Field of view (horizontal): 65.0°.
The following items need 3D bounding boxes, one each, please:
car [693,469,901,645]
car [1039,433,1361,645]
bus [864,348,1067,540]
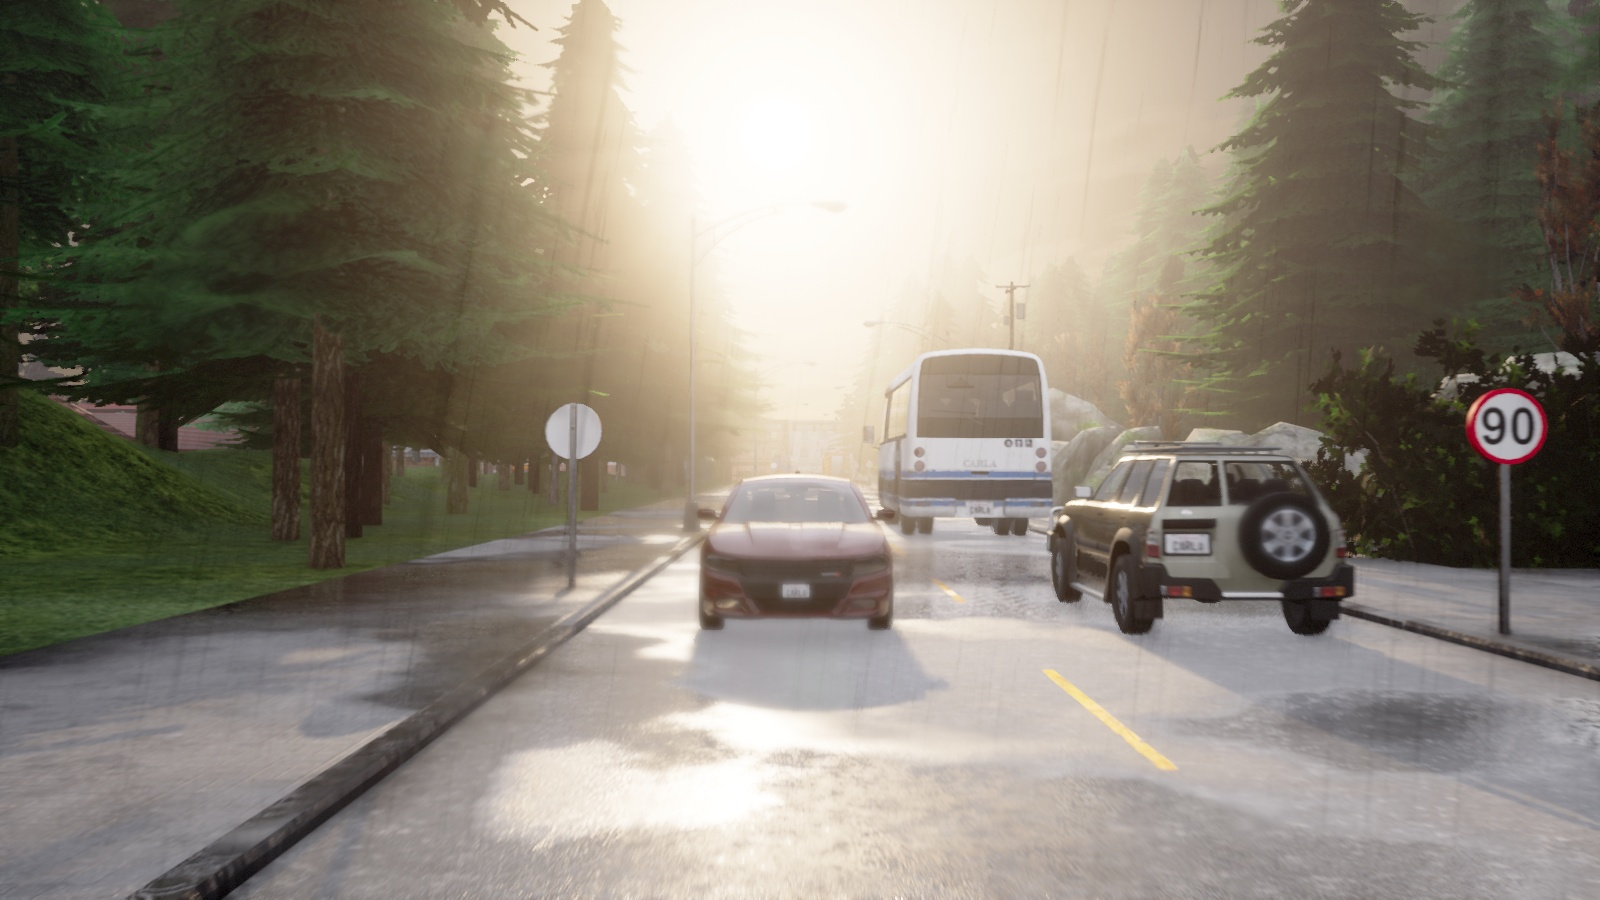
[{"bbox_3d":[-0.034,1.006,13.876,1.882,1.535,5.008,0,0,0],"label":"car"},{"bbox_3d":[3.966,0.821,13.377,1.932,1.855,4.605,0,-1,0],"label":"car"},{"bbox_3d":[3.929,-0.068,33.003,3.944,4.253,10.273,0,-1,0],"label":"bus"}]
